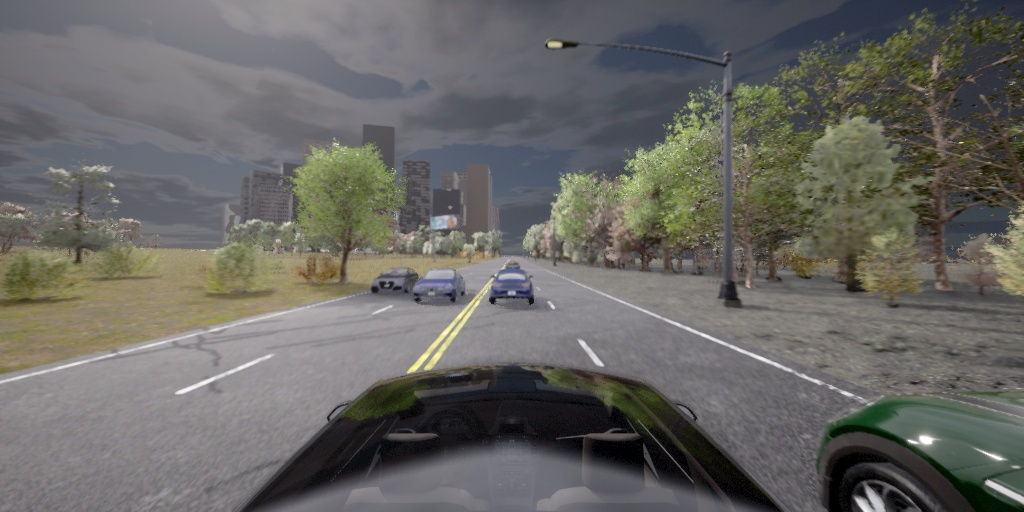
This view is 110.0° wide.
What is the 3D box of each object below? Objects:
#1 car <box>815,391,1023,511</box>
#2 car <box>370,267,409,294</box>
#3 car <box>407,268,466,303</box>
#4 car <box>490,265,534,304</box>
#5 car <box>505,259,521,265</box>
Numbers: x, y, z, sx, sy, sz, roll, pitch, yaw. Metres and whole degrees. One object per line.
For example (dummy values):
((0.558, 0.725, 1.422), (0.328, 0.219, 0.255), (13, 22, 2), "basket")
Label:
((3.251, 1.094, 0.697), (2.097, 1.767, 4.553), (0, 0, 0), "car")
((-6.530, 1.355, 20.705), (1.994, 1.385, 4.181), (0, 0, 0), "car")
((-3.306, 1.310, 17.134), (1.812, 1.442, 4.674), (0, 0, 0), "car")
((0.001, 1.309, 16.598), (1.812, 1.442, 4.674), (0, 0, 0), "car")
((0.127, 1.312, 45.517), (2.128, 1.511, 4.902), (0, 0, 0), "car")
